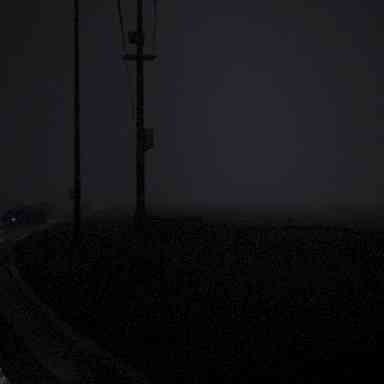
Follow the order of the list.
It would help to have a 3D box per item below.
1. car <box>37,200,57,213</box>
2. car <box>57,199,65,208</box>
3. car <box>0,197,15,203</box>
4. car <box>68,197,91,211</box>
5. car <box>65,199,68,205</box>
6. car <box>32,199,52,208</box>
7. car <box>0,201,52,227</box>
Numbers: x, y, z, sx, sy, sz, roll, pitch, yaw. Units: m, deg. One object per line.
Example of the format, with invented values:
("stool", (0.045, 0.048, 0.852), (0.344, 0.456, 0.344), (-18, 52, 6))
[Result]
("car", (-17.997, 1.897, 39.640), (1.837, 1.490, 4.892), (0, 0, -8))
("car", (-24.020, 2.098, 57.191), (2.033, 1.411, 5.357), (0, 0, -8))
("car", (-30.497, 1.792, 53.605), (2.150, 2.045, 5.566), (0, 0, -8))
("car", (-15.430, 1.913, 46.728), (2.128, 1.511, 4.902), (0, 0, -8))
("car", (-25.426, 2.016, 67.517), (1.994, 1.385, 4.181), (0, 0, -8))
("car", (-28.199, 2.163, 62.671), (2.033, 1.411, 5.357), (0, 0, -8))
("car", (-12.494, 1.732, 25.162), (1.882, 1.535, 5.008), (0, 0, -8))
